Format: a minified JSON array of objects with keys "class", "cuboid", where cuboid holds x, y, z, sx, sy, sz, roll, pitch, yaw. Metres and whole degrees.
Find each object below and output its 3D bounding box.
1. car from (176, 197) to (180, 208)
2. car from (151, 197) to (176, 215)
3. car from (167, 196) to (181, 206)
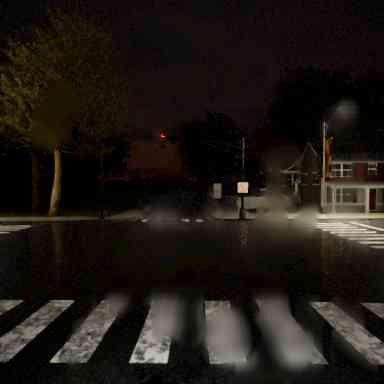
[{"class":"car","cuboid":[-2.914,1.462,44.097,1.837,1.490,4.892,0,0,0]},{"class":"car","cuboid":[-2.958,1.449,33.795,1.882,1.535,5.008,0,0,0]},{"class":"car","cuboid":[-2.865,1.486,54.726,2.033,1.411,5.357,0,0,0]}]
